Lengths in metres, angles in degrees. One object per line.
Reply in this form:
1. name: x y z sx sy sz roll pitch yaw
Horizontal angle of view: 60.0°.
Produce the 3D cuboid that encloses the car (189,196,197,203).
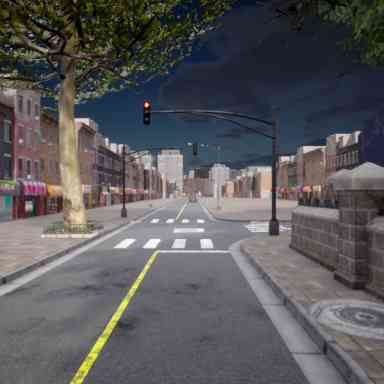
1. car: 0.224 1.661 73.596 2.128 1.511 4.902 0 0 0
